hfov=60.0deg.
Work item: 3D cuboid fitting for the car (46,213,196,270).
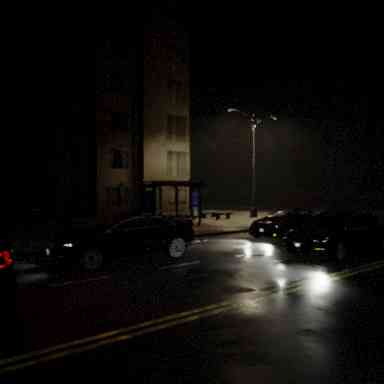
[{"bbox_3d":[-2.157,1.463,11.017,4.902,1.511,2.128,0,0,-35],"label":"car"}]

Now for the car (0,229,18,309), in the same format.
[{"bbox_3d":[-5.442,1.235,4.398,5.566,2.045,2.150,0,0,-35],"label":"car"}]

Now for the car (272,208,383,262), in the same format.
[{"bbox_3d":[5.348,1.435,11.998,4.892,1.490,1.837,0,0,-35],"label":"car"}]

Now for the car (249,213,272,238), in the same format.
[{"bbox_3d":[4.682,1.483,15.804,4.181,1.385,1.994,0,0,-35],"label":"car"}]
